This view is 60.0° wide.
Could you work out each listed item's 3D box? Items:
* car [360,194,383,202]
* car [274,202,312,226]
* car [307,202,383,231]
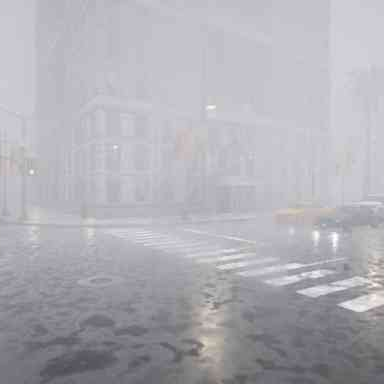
[{"bbox_3d":[16.526,1.221,29.460,5.566,2.045,2.150,0,0,-33],"label":"car"},{"bbox_3d":[8.038,1.478,23.843,5.008,1.535,1.882,0,0,-34],"label":"car"},{"bbox_3d":[9.962,1.547,20.923,5.357,1.411,2.033,0,0,-34],"label":"car"}]
